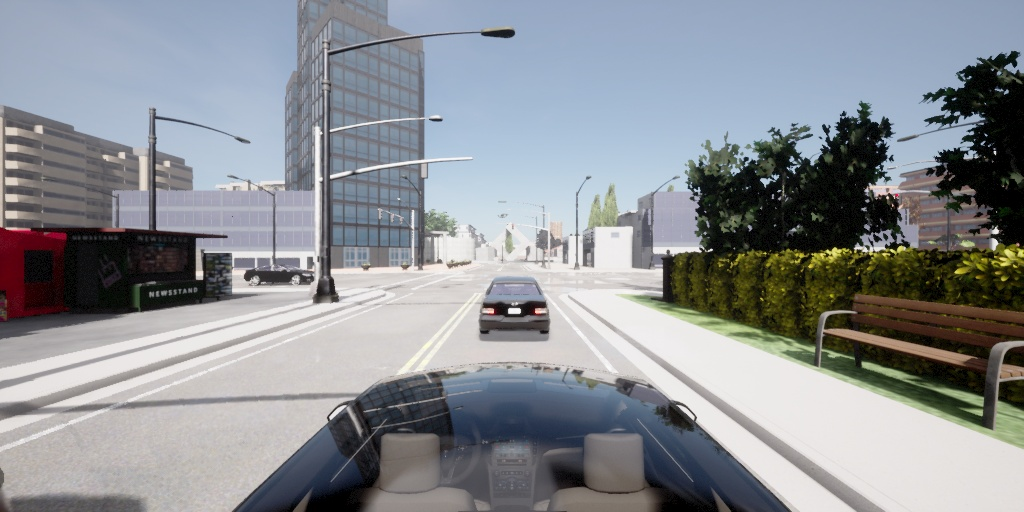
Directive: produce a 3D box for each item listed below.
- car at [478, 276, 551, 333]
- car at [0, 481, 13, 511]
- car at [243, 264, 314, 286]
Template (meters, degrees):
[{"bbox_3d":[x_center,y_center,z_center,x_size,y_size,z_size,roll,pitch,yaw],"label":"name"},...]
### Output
[{"bbox_3d":[0.067,1.297,10.673,2.033,1.411,5.357,0,0,0],"label":"car"},{"bbox_3d":[-3.595,1.314,0.113,1.994,1.385,4.181,0,0,0],"label":"car"},{"bbox_3d":[-16.694,1.349,26.080,4.902,1.511,2.128,-1,0,0],"label":"car"}]
